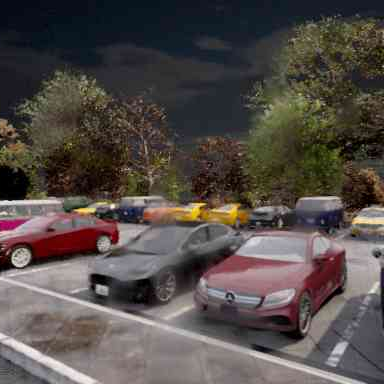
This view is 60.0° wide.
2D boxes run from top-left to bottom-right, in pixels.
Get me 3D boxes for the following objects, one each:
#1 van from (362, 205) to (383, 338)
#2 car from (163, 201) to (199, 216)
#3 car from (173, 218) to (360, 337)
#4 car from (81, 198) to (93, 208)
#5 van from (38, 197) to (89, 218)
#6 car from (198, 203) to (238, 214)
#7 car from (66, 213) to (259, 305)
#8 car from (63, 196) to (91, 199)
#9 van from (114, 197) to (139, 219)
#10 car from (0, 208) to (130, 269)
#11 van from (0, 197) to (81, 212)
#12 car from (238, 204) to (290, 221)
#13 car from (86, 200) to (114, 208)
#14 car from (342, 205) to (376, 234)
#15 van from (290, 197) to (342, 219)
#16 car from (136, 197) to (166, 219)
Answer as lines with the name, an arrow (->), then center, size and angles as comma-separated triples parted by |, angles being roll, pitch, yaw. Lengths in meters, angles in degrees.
van -> 4.094, 1.223, 5.186 | 1.878, 1.987, 4.442 | -1, 0, 36
car -> 0.520, 1.560, 23.948 | 2.097, 1.535, 5.008 | -1, 0, 36
car -> 1.906, 1.511, 6.895 | 2.002, 1.452, 4.674 | -1, 0, 36
car -> -8.498, 1.647, 30.167 | 1.946, 1.575, 5.366 | -1, 0, 36
van -> -12.930, 1.493, 33.704 | 1.878, 1.987, 4.442 | -1, -1, 36
car -> 2.877, 1.537, 22.265 | 2.097, 1.535, 5.008 | -1, 0, 36
car -> -0.373, 1.523, 8.483 | 2.163, 1.488, 4.792 | -1, 0, 35
car -> -10.629, 1.427, 31.950 | 2.435, 2.045, 5.566 | -1, -1, 36
van -> -3.817, 1.378, 27.195 | 1.878, 1.987, 4.442 | -1, 0, 36
car -> -4.870, 1.538, 11.738 | 2.097, 1.535, 5.008 | -1, 0, 36
van -> -7.067, 1.334, 13.443 | 1.878, 1.987, 4.442 | -1, 0, 36
car -> 5.131, 1.516, 20.654 | 2.231, 1.521, 4.892 | -1, 0, 36
car -> -6.142, 1.627, 28.704 | 2.231, 1.521, 4.892 | -1, 0, 36
car -> 9.536, 1.467, 17.289 | 1.946, 1.575, 5.366 | -1, 0, 35
van -> 7.455, 1.267, 19.146 | 1.878, 1.987, 4.442 | -1, 0, 36
car -> -1.649, 1.456, 25.464 | 2.185, 1.767, 4.553 | -1, 0, 36
